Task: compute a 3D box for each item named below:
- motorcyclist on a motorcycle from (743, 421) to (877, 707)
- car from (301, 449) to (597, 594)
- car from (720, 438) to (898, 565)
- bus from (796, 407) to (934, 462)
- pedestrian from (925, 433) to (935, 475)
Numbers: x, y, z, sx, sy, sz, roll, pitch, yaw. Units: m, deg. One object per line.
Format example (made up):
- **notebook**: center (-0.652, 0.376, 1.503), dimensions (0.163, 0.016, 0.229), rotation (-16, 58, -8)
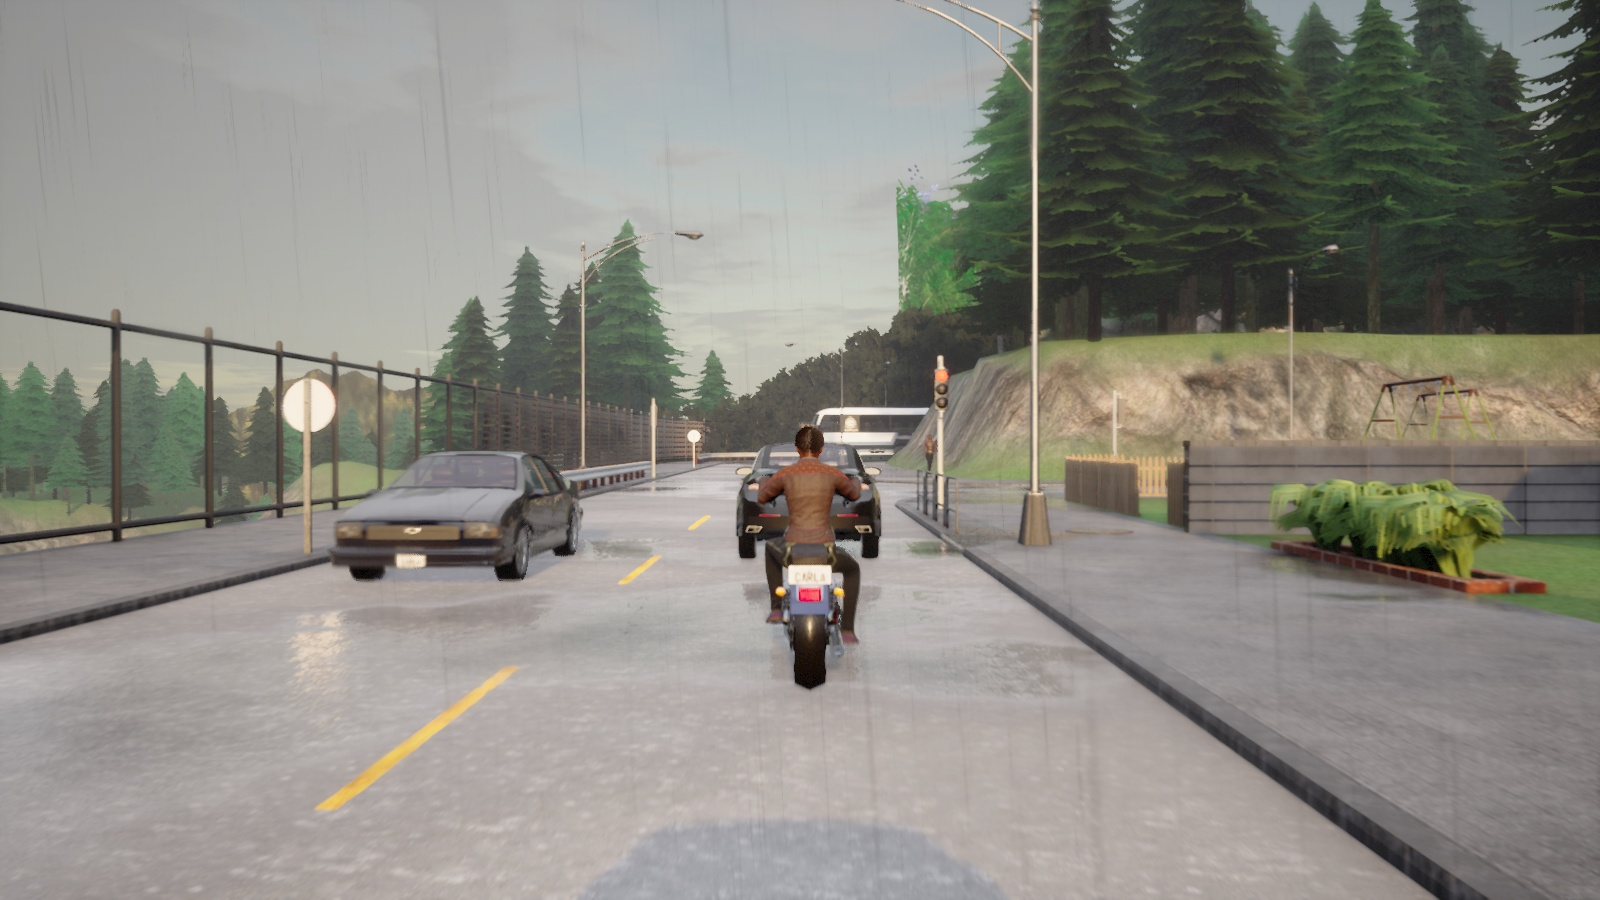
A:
- **motorcyclist on a motorcycle**: center (0.063, 0.649, 8.407), dimensions (0.766, 1.649, 2.350), rotation (0, 0, 0)
- **car**: center (-3.898, 0.706, 15.083), dimensions (2.033, 1.411, 5.357), rotation (0, 0, 0)
- **car**: center (0.116, 0.604, 17.505), dimensions (2.128, 1.511, 4.902), rotation (0, 0, 0)
- **bus**: center (5.027, -1.180, 98.521), dimensions (10.273, 4.253, 3.944), rotation (0, 0, -6)
- **pedestrian**: center (5.607, 0.155, 54.212), dimensions (0.328, 1.805, 0.869), rotation (0, 0, 0)
